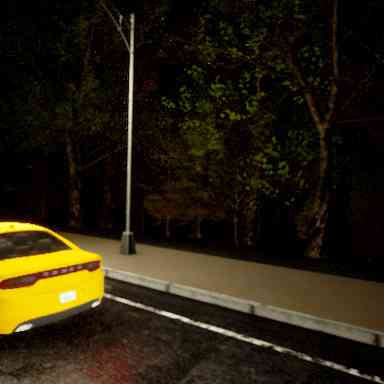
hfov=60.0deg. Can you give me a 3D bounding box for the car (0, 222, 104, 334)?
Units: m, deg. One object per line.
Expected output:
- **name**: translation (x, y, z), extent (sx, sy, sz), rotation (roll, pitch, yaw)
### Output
- **car**: translation (-3.817, 1.315, 6.284), extent (5.008, 1.535, 1.882), rotation (2, 1, 35)
